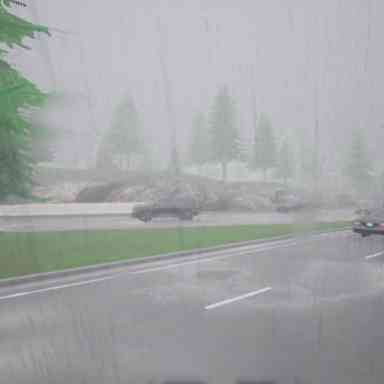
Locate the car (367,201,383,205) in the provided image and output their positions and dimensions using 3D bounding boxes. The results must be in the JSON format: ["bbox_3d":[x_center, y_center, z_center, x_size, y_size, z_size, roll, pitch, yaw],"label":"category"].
[{"bbox_3d":[17.423,1.517,30.599,5.357,1.411,2.033,0,0,-27],"label":"car"}]

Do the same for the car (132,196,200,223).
[{"bbox_3d":[-2.127,1.380,27.432,5.566,2.045,2.150,0,0,-12],"label":"car"}]

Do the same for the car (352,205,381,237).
[{"bbox_3d":[10.203,1.525,16.689,5.357,1.411,2.033,0,0,-35],"label":"car"}]

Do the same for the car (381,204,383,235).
[{"bbox_3d":[8.350,1.321,10.885,4.553,1.767,2.097,0,0,-39],"label":"car"}]

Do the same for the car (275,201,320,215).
[{"bbox_3d":[11.150,1.657,35.321,4.718,1.301,1.895,0,0,-26],"label":"car"}]
